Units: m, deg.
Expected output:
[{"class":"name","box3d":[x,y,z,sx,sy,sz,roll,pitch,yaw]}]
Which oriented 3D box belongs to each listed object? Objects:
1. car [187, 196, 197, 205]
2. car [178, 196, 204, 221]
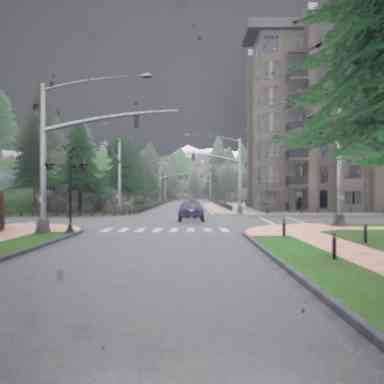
[{"class":"car","box3d":[-0.010,1.689,68.166,2.097,1.767,4.553,0,0,0]},{"class":"car","box3d":[-0.091,1.492,28.658,2.097,1.767,4.553,0,0,-1]}]
